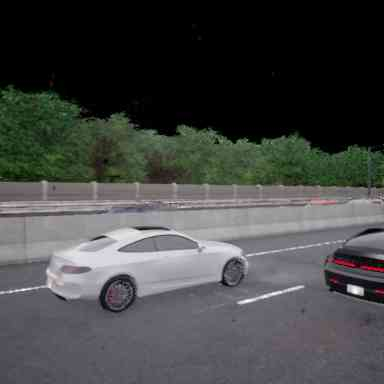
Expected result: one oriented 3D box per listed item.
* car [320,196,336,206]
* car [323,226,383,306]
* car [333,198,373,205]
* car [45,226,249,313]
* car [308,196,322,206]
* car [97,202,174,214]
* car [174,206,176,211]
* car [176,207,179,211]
[{"bbox_3d":[17.276,1.516,37.645,5.357,1.411,2.033,0,0,-35],"label":"car"},{"bbox_3d":[4.896,1.504,7.354,4.892,1.490,1.837,0,0,-35],"label":"car"},{"bbox_3d":[16.359,1.501,32.742,4.674,1.442,1.812,0,0,-35],"label":"car"},{"bbox_3d":[-0.798,1.513,7.597,4.674,1.442,1.812,0,0,-35],"label":"car"},{"bbox_3d":[16.407,1.311,41.308,4.553,1.767,2.097,0,0,-35],"label":"car"},{"bbox_3d":[-3.966,1.514,18.351,5.357,1.411,2.033,0,0,-36],"label":"car"},{"bbox_3d":[-3.583,1.525,22.910,4.181,1.385,1.994,0,0,-35],"label":"car"},{"bbox_3d":[-3.072,1.519,27.563,4.181,1.385,1.994,0,0,-35],"label":"car"}]
